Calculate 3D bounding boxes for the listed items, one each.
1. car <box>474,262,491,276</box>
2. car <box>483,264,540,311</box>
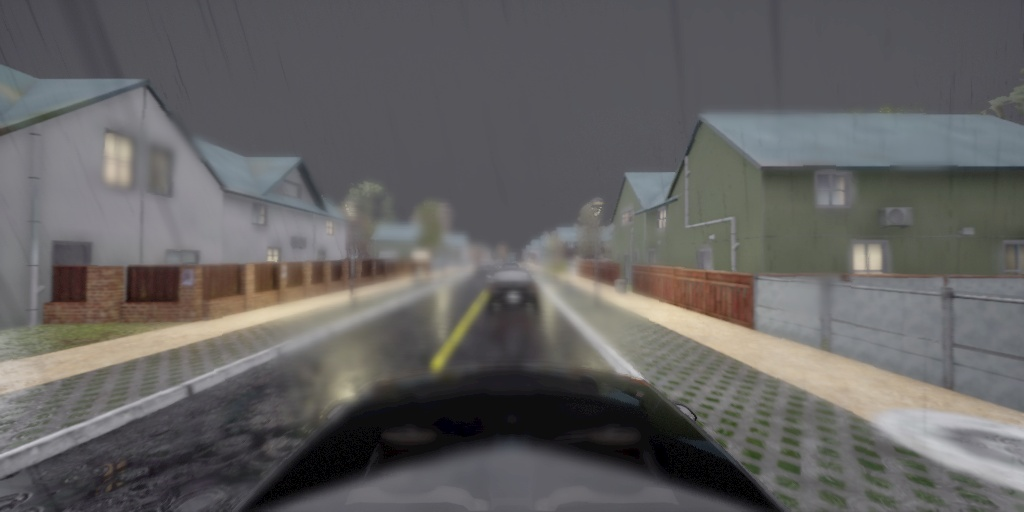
[{"bbox_3d":[-2.845,1.351,37.486,1.994,1.385,4.181,0,0,0],"label":"car"},{"bbox_3d":[0.068,1.230,14.459,1.882,1.535,5.008,0,0,0],"label":"car"}]
